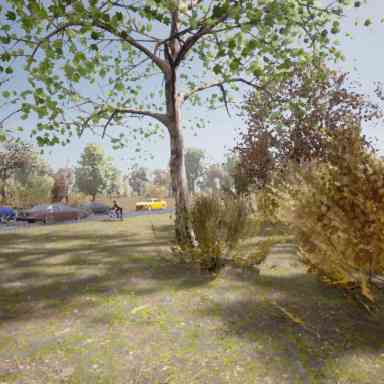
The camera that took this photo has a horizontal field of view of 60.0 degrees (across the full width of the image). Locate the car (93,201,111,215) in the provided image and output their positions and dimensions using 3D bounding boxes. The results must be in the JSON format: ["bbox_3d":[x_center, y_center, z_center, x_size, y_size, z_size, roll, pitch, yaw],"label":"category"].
[{"bbox_3d":[-9.816,1.612,32.467,1.994,1.385,4.181,0,0,27],"label":"car"}]

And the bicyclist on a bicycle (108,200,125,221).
[{"bbox_3d":[-5.933,1.483,26.076,1.656,1.620,0.582,0,0,27],"label":"bicyclist on a bicycle"}]

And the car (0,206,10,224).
[{"bbox_3d":[-14.662,1.553,22.976,1.812,1.442,4.674,0,0,28],"label":"car"}]

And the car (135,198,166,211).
[{"bbox_3d":[-5.136,1.545,41.670,1.882,1.535,5.008,0,0,27],"label":"car"}]

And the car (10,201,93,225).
[{"bbox_3d":[-10.106,1.574,24.507,2.033,1.411,5.357,0,0,25],"label":"car"}]
